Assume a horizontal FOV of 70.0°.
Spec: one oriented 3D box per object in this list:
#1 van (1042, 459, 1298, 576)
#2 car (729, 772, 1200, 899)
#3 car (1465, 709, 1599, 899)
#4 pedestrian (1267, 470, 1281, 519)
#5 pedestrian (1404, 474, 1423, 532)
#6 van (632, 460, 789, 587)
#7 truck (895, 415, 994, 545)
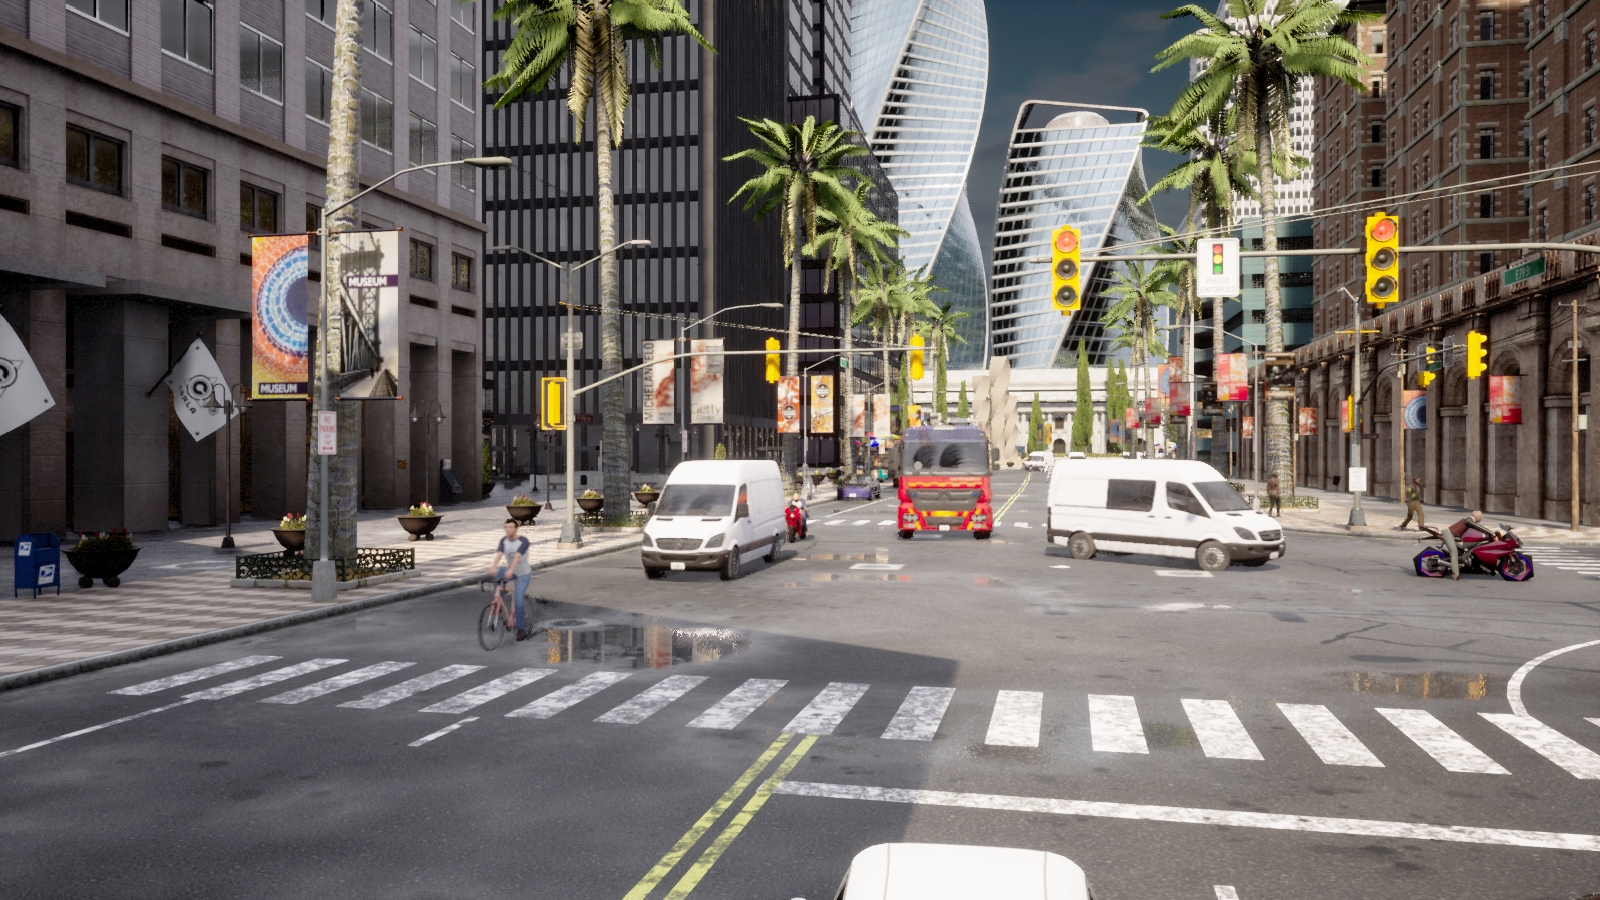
[{"bbox_3d":[9.015,1.534,28.414,1.988,2.561,5.915,0,0,-39],"label":"van"},{"bbox_3d":[0.558,2.120,3.851,1.481,1.376,2.207,0,0,9],"label":"car"},{"bbox_3d":[3.753,1.992,2.523,2.152,1.651,5.027,0,0,7],"label":"car"},{"bbox_3d":[18.239,1.696,43.979,0.375,1.860,0.375,0,0,-39],"label":"pedestrian"},{"bbox_3d":[19.719,1.696,36.704,0.375,1.860,0.375,0,0,-20],"label":"pedestrian"},{"bbox_3d":[-1.905,1.534,26.635,1.988,2.561,5.915,0,0,13],"label":"van"},{"bbox_3d":[4.818,0.890,38.093,2.891,3.827,8.468,0,0,7],"label":"truck"}]
